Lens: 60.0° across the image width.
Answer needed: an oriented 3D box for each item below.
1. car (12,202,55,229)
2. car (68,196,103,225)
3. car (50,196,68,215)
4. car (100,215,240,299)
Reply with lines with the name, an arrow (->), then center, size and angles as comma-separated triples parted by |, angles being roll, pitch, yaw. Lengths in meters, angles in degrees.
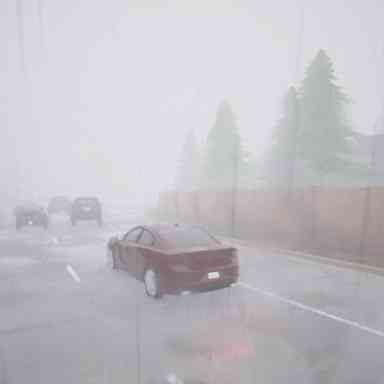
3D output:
car -> -10.804, 1.667, 22.895 | 1.837, 1.490, 4.892 | 0, 0, -19
car -> -8.187, 1.410, 25.912 | 2.150, 2.045, 5.566 | 0, 0, -17
car -> -14.363, 1.488, 37.069 | 2.150, 2.045, 5.566 | 0, 0, -10
car -> -0.788, 1.546, 8.858 | 1.882, 1.535, 5.008 | 0, 0, -30
